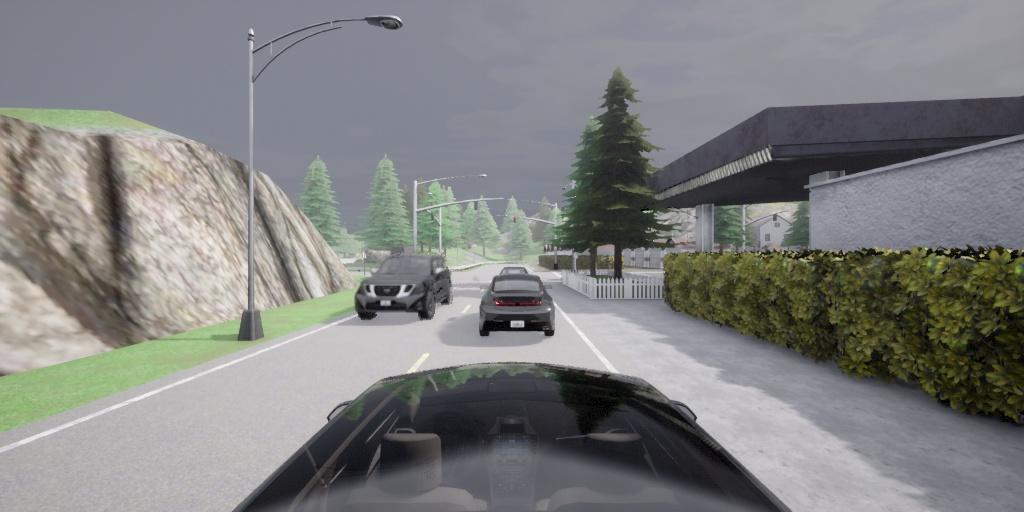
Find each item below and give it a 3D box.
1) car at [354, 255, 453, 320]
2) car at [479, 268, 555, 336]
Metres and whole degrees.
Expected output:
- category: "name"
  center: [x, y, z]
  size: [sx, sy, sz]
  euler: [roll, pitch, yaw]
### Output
- category: "car"
  center: [-3.560, 0.970, 12.901]
  size: [2.150, 2.045, 5.566]
  euler: [0, 0, 0]
- category: "car"
  center: [0.123, 1.255, 10.334]
  size: [1.837, 1.490, 4.892]
  euler: [0, 0, 0]
